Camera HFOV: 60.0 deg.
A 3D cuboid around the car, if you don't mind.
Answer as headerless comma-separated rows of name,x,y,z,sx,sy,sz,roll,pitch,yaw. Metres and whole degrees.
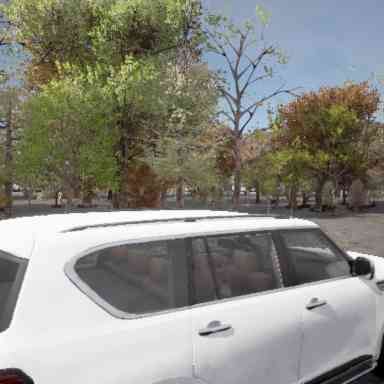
car,0.445,1.222,3.809,5.566,2.045,2.150,0,0,-34
